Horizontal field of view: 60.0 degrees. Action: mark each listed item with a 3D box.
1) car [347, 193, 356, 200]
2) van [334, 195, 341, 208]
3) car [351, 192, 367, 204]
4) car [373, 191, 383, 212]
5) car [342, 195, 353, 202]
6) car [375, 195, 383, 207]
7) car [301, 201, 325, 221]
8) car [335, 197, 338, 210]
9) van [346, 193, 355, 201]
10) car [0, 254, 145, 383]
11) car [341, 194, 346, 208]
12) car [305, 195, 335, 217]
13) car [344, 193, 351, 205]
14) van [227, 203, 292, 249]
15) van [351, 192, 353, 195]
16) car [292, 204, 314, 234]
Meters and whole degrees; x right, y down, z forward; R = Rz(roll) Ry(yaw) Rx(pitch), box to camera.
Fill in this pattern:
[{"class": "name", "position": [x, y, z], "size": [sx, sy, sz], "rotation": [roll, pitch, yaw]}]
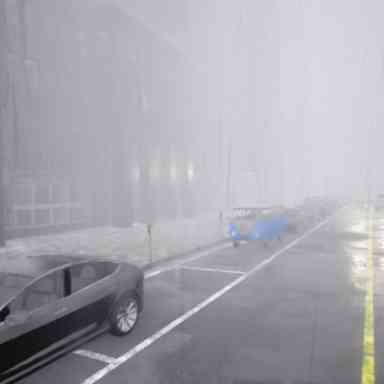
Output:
[{"class": "car", "position": [40.315, 1.181, 84.088], "size": [1.967, 1.590, 4.097], "rotation": [-2, -1, 28]}, {"class": "van", "position": [16.287, 1.281, 39.410], "size": [1.690, 1.788, 3.998], "rotation": [-2, -1, 28]}, {"class": "car", "position": [28.663, 1.260, 56.579], "size": [1.882, 1.535, 5.008], "rotation": [-2, -1, 28]}, {"class": "car", "position": [20.989, 1.015, 35.907], "size": [2.150, 2.045, 5.566], "rotation": [-2, 0, 29]}, {"class": "car", "position": [32.229, 1.329, 69.045], "size": [1.752, 1.417, 4.829], "rotation": [-2, -1, 28]}, {"class": "car", "position": [27.336, 1.242, 47.778], "size": [1.837, 1.490, 4.892], "rotation": [-2, -1, 28]}, {"class": "car", "position": [8.285, 1.575, 24.514], "size": [1.947, 1.339, 4.313], "rotation": [-2, -1, 28]}, {"class": "car", "position": [13.623, 1.507, 34.443], "size": [1.887, 1.381, 4.507], "rotation": [-2, -1, 28]}, {"class": "van", "position": [37.643, 1.102, 79.125], "size": [1.690, 1.788, 3.998], "rotation": [-2, -1, 28]}, {"class": "car", "position": [-2.393, 1.668, 4.656], "size": [1.947, 1.339, 4.313], "rotation": [-2, -1, 28]}, {"class": "car", "position": [18.960, 1.357, 44.373], "size": [1.967, 1.590, 4.097], "rotation": [-2, -1, 28]}, {"class": "car", "position": [10.947, 1.301, 29.481], "size": [2.192, 1.841, 5.009], "rotation": [-2, -1, 28]}, {"class": "car", "position": [24.299, 1.311, 54.302], "size": [1.967, 1.590, 4.097], "rotation": [-2, -1, 28]}, {"class": "van", "position": [2.939, 1.396, 14.588], "size": [1.690, 1.788, 3.998], "rotation": [-2, -1, 28]}, {"class": "van", "position": [29.635, 1.166, 64.232], "size": [1.690, 1.788, 3.998], "rotation": [-2, -1, 28]}, {"class": "car", "position": [5.615, 1.598, 19.550], "size": [1.947, 1.339, 4.313], "rotation": [-2, -1, 28]}]
